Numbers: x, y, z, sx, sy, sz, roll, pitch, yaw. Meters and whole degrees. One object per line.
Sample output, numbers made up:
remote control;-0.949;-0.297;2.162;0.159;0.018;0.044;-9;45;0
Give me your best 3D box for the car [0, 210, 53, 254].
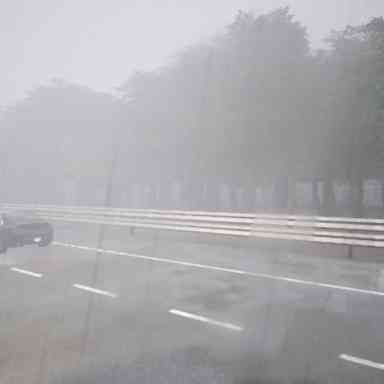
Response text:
car;-7.645;1.507;13.615;4.892;1.490;1.837;0;0;35
